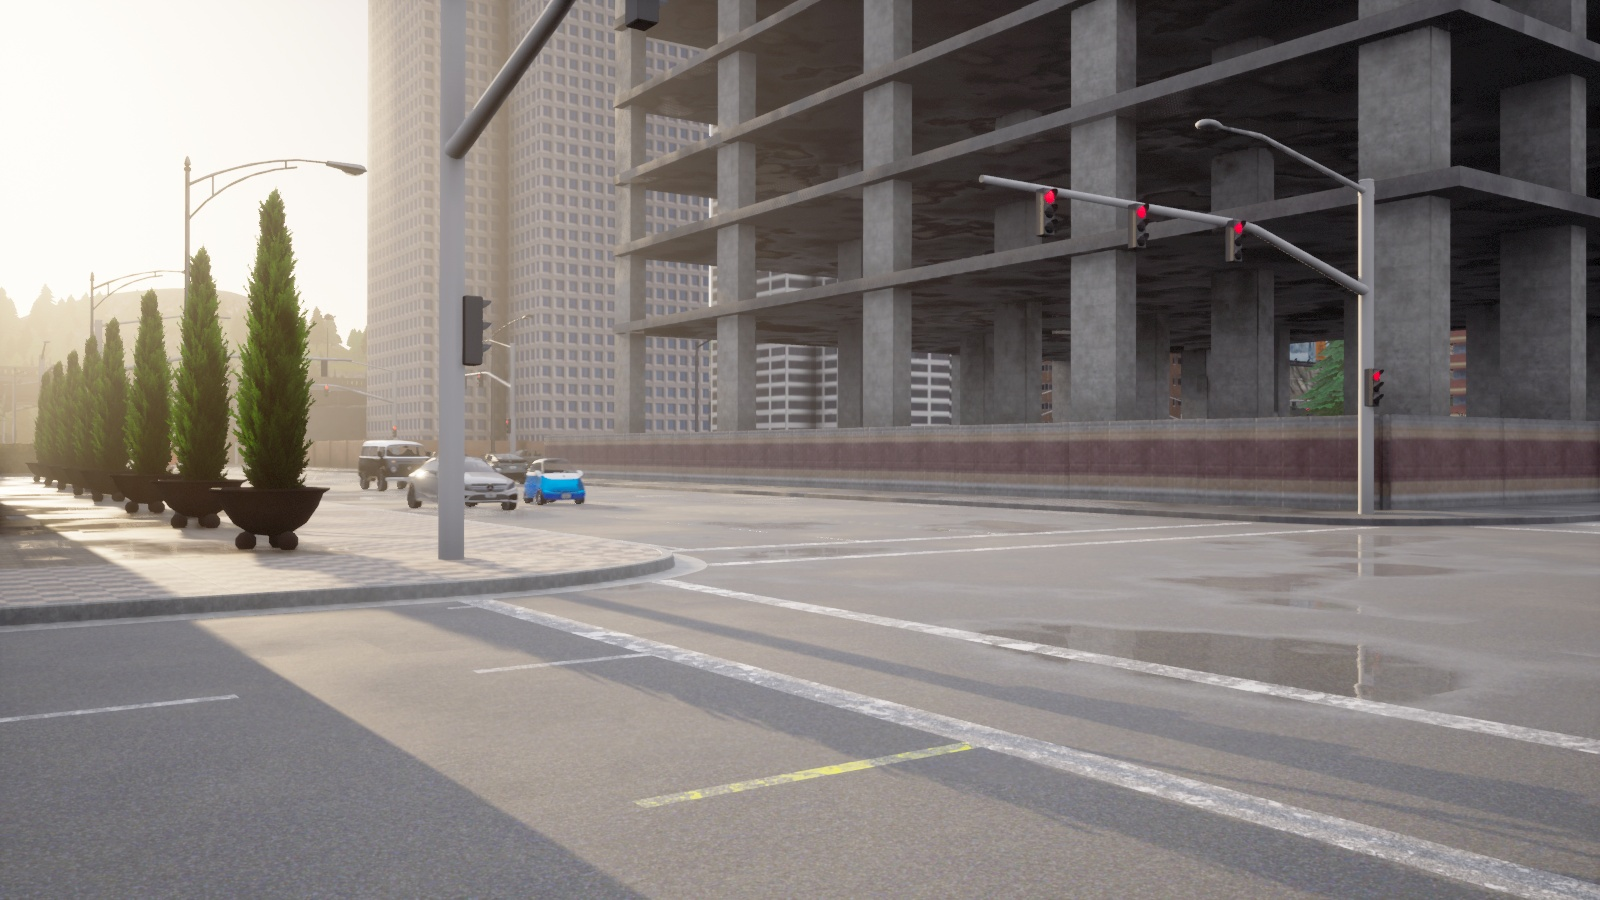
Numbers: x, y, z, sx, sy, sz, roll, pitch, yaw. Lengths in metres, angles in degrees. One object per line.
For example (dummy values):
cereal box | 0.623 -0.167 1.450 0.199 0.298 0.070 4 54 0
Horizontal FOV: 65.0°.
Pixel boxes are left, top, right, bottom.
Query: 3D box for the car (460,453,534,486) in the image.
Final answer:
car | -14.625 0.926 60.416 2.007 1.525 4.514 0 0 -34

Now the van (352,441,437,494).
van | -16.402 0.682 50.624 2.069 2.038 4.480 0 0 -34

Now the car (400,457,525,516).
car | -9.167 0.928 33.871 1.812 1.442 4.674 0 0 -34

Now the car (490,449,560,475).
car | -20.282 0.887 92.697 4.605 1.855 1.932 0 0 -34

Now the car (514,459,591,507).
car | -7.398 0.962 37.482 1.481 1.376 2.207 0 -1 -34
